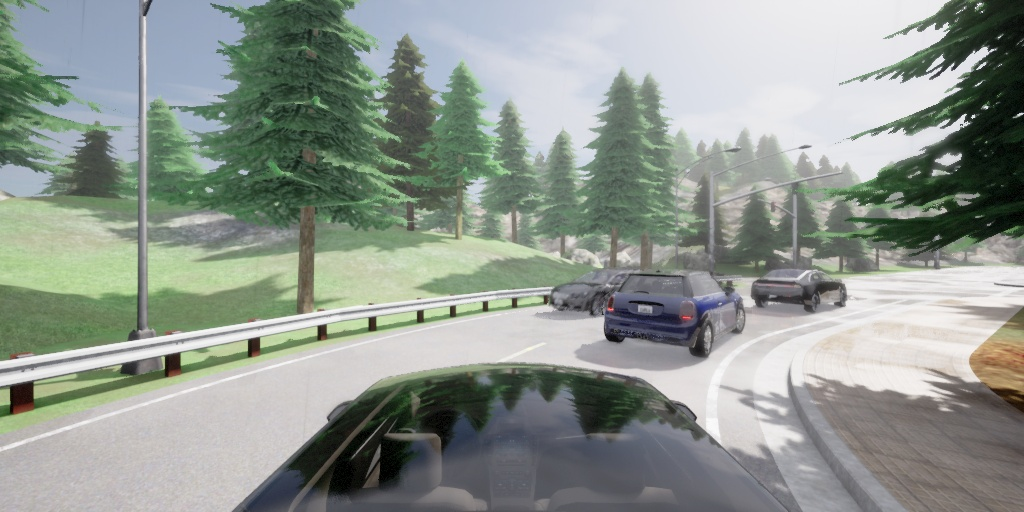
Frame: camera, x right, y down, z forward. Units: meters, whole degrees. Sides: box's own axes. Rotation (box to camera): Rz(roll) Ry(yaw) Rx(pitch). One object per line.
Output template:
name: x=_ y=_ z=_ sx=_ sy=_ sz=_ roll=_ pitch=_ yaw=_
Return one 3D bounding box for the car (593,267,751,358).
car: x=4.162 y=1.109 z=8.877 sx=2.097 sy=1.767 sz=4.553 roll=0 pitch=0 yaw=43

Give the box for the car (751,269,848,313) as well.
car: x=11.341 y=1.255 z=14.091 sx=4.902 sy=1.511 sz=2.128 roll=0 pitch=0 yaw=-32

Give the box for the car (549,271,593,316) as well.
car: x=3.536 y=1.254 z=13.301 sx=4.902 sy=1.511 sz=2.128 roll=0 pitch=0 yaw=-35
